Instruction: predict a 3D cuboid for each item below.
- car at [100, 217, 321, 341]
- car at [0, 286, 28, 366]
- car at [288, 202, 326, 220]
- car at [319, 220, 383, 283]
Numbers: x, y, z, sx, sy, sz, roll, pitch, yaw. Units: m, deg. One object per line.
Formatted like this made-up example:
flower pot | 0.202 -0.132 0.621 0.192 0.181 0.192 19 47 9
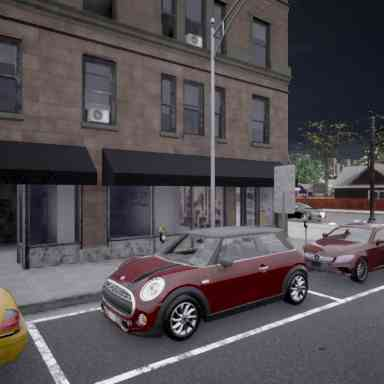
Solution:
car | 0.355 1.440 6.437 4.097 1.590 1.967 0 0 -35
car | -4.280 1.525 3.139 4.829 1.417 1.752 0 0 -35
car | 8.434 1.592 27.072 2.128 1.511 4.902 0 0 -37
car | 4.852 1.582 9.636 4.206 1.307 1.802 0 0 -35
